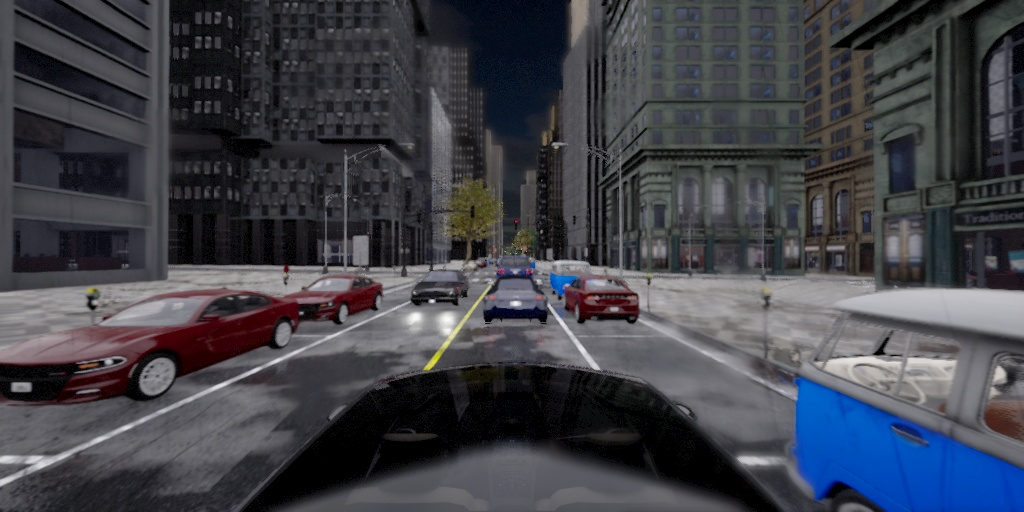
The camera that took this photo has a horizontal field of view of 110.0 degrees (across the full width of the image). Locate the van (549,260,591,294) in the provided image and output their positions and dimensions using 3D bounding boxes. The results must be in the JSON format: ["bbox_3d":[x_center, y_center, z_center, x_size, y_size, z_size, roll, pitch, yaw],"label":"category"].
[{"bbox_3d":[2.780,1.120,17.498,1.690,1.789,3.998,0,0,0],"label":"van"}]

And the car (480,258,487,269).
[{"bbox_3d":[-5.749,1.427,60.666,1.888,1.381,4.507,0,0,0],"label":"car"}]

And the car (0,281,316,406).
[{"bbox_3d":[-5.777,1.304,6.468,1.888,1.381,4.507,0,0,0],"label":"car"}]

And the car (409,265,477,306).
[{"bbox_3d":[-2.998,1.323,16.120,2.033,1.411,5.357,0,0,0],"label":"car"}]

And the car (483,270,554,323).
[{"bbox_3d":[0.103,1.331,12.177,1.994,1.385,4.181,0,0,0],"label":"car"}]

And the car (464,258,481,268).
[{"bbox_3d":[-5.758,1.380,49.916,1.751,1.417,4.829,0,0,0],"label":"car"}]

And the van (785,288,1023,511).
[{"bbox_3d":[2.774,1.089,0.924,1.690,1.789,3.998,0,0,0],"label":"van"}]

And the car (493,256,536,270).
[{"bbox_3d":[0.125,1.011,22.344,2.150,2.045,5.566,0,0,-1],"label":"car"}]

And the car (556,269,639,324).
[{"bbox_3d":[2.778,1.314,11.973,1.888,1.381,4.507,0,0,0],"label":"car"}]

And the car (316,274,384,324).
[{"bbox_3d":[-5.777,1.314,11.993,1.888,1.381,4.507,0,0,0],"label":"car"}]
